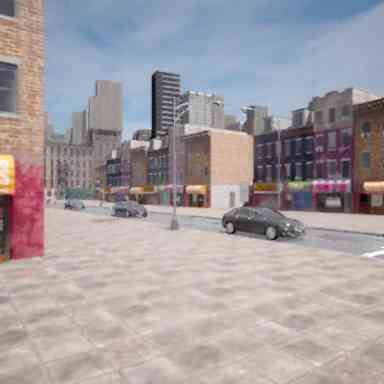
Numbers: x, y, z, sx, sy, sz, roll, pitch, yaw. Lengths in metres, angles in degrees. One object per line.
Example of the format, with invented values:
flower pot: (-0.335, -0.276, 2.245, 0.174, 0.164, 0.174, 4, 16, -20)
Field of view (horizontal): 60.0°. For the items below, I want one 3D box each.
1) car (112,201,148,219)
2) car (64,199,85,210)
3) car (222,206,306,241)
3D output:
car: (-5.765, 1.579, 30.584, 1.837, 1.490, 4.892, 0, 0, -35)
car: (-16.084, 1.701, 45.363, 1.812, 1.442, 4.674, 0, 0, -35)
car: (3.586, 1.550, 17.335, 1.837, 1.490, 4.892, 0, 0, -35)
